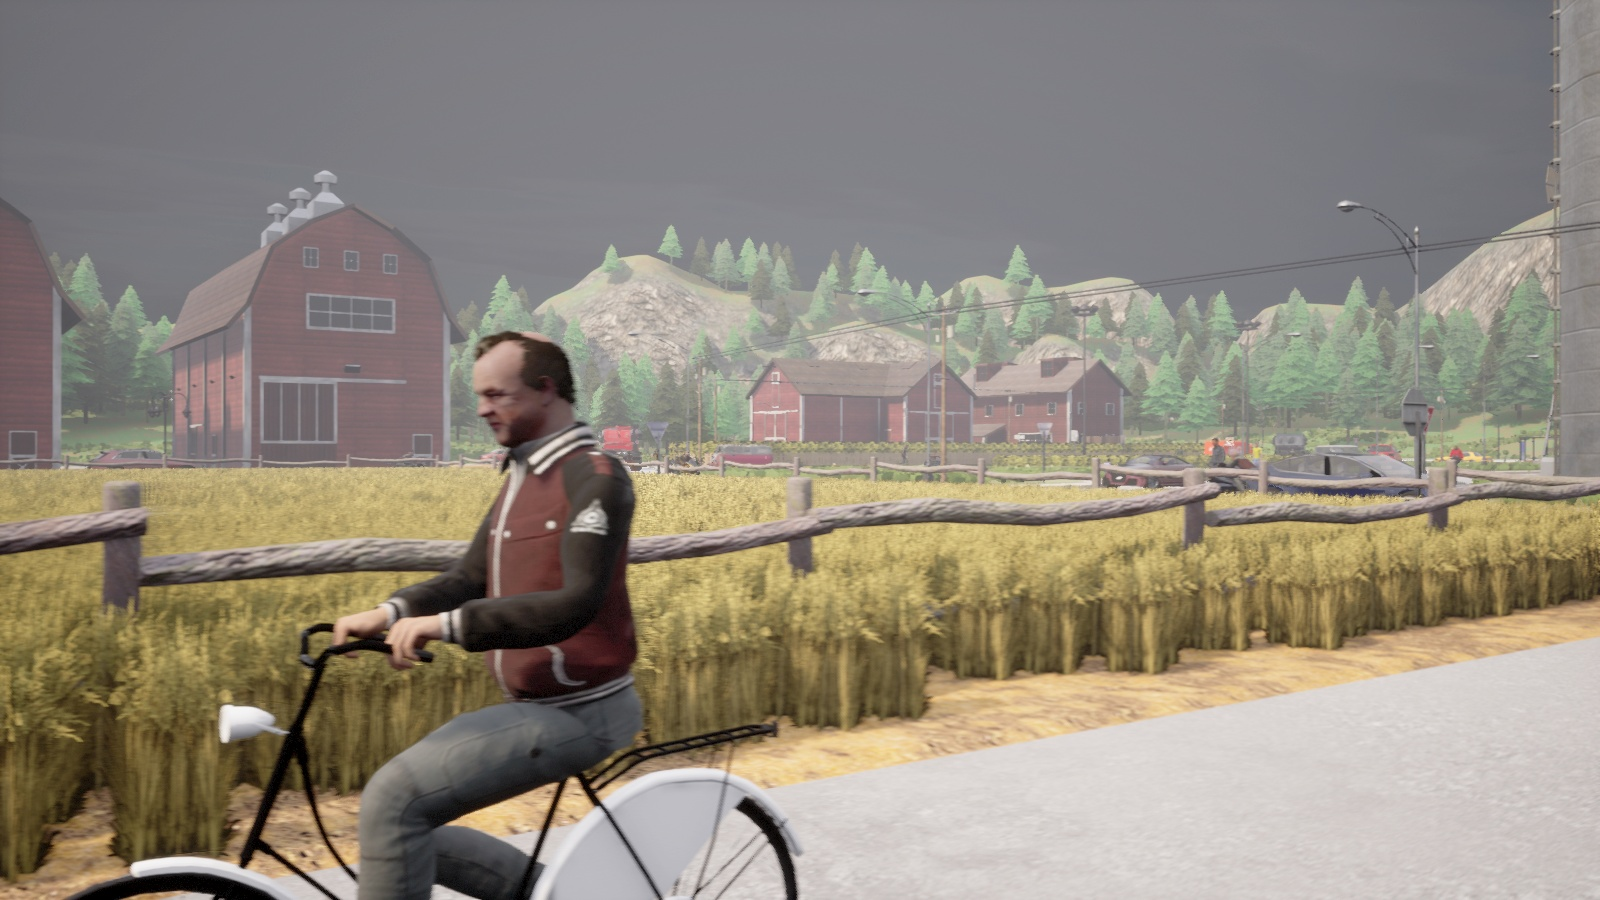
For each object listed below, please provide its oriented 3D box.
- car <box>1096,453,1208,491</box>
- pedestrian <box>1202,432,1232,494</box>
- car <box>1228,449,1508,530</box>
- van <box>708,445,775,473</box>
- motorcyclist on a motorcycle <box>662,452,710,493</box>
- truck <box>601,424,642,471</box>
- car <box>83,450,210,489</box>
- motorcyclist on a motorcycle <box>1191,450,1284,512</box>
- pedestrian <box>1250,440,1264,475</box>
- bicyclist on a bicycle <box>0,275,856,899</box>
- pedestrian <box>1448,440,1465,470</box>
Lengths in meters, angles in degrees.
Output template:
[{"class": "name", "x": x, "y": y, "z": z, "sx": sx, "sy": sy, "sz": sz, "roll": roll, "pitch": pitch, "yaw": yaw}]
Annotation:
[{"class": "car", "x": 13.595, "y": 0.814, "z": 48.392, "sx": 4.181, "sy": 1.385, "sz": 1.994, "roll": 0, "pitch": 0, "yaw": -36}, {"class": "pedestrian", "x": 13.253, "y": 0.399, "z": 39.878, "sx": 0.788, "sy": 1.949, "sz": 0.423, "roll": 0, "pitch": 0, "yaw": -10}, {"class": "car", "x": 11.493, "y": 0.736, "z": 25.741, "sx": 2.163, "sy": 1.488, "sz": 4.792, "roll": 0, "pitch": 0, "yaw": -35}, {"class": "van", "x": -4.184, "y": 0.617, "z": 90.159, "sx": 4.442, "sy": 1.987, "sz": 1.775, "roll": 0, "pitch": 0, "yaw": -21}, {"class": "motorcyclist on a motorcycle", "x": -4.420, "y": 0.861, "z": 48.486, "sx": 0.866, "sy": 1.530, "sz": 2.191, "roll": 0, "pitch": 0, "yaw": -35}, {"class": "truck", "x": -13.780, "y": -0.191, "z": 96.729, "sx": 2.891, "sy": 3.462, "sz": 7.936, "roll": 0, "pitch": 0, "yaw": -10}, {"class": "car", "x": -29.854, "y": 0.874, "z": 57.437, "sx": 4.856, "sy": 1.649, "sz": 2.033, "roll": -1, "pitch": 0, "yaw": -38}, {"class": "motorcyclist on a motorcycle", "x": 11.240, "y": 0.779, "z": 32.323, "sx": 0.866, "sy": 1.530, "sz": 2.191, "roll": 0, "pitch": 0, "yaw": -32}, {"class": "pedestrian", "x": 24.133, "y": 0.379, "z": 66.343, "sx": 0.706, "sy": 1.836, "sz": 0.354, "roll": 0, "pitch": 0, "yaw": -39}, {"class": "bicyclist on a bicycle", "x": -0.820, "y": 0.625, "z": 2.601, "sx": 1.843, "sy": 1.776, "sz": 0.659, "roll": 0, "pitch": 0, "yaw": -35}, {"class": "pedestrian", "x": 40.912, "y": 0.320, "z": 78.253, "sx": 0.899, "sy": 1.844, "sz": 0.634, "roll": 0, "pitch": 0, "yaw": -35}]
